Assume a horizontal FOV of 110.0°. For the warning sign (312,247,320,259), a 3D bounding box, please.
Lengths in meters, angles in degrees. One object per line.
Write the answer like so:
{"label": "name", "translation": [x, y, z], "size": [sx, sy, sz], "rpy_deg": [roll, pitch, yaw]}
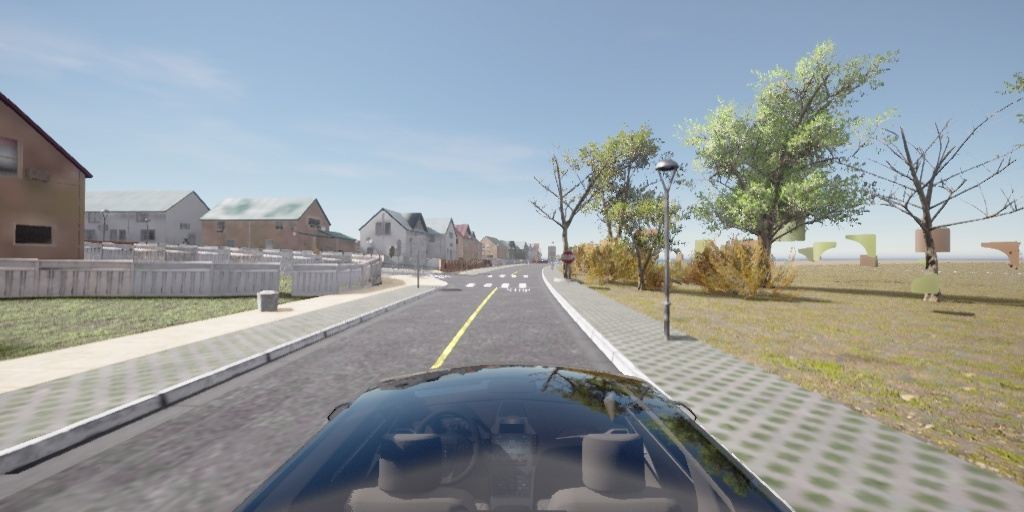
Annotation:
{"label": "warning sign", "translation": [-19.061, 0.039, 34.930], "size": [1.060, 1.860, 1.300], "rpy_deg": [0, 0, 2]}
